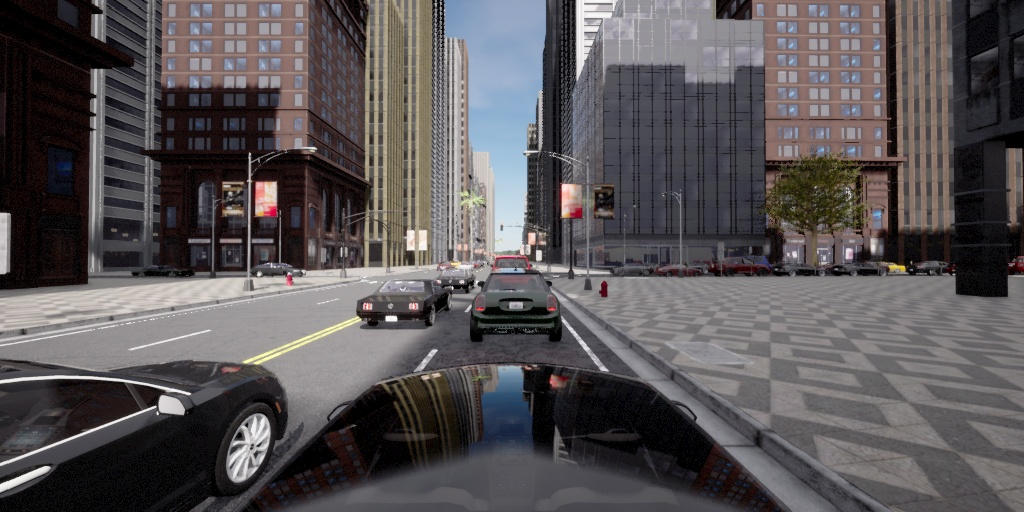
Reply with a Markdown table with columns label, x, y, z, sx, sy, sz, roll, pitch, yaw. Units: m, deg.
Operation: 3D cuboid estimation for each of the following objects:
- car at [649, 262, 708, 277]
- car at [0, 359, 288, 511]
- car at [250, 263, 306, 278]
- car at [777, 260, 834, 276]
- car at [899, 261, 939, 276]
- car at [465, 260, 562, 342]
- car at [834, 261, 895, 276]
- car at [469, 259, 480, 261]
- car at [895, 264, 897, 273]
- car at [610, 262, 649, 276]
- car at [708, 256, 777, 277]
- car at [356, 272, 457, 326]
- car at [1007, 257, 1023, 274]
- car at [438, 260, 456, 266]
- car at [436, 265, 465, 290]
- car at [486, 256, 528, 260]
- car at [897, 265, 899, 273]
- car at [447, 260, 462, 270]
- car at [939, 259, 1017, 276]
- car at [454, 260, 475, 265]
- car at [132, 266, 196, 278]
| label | x | y | z | sx | sy | sz | roll | pitch | yaw |
| --- | --- | --- | --- | --- | --- | --- | --- | --- | --- |
| car | 15.258 | 1.327 | 33.000 | 4.207 | 1.307 | 1.802 | 0 | 0 | -1 |
| car | -3.150 | 1.255 | 1.612 | 1.837 | 1.490 | 4.892 | 0 | 0 | 0 |
| car | -22.712 | 1.418 | 34.959 | 4.902 | 1.511 | 2.128 | 0 | -1 | 0 |
| car | 26.533 | 1.276 | 33.196 | 4.313 | 1.339 | 1.948 | 0 | 0 | -1 |
| car | 42.526 | 1.228 | 36.106 | 4.674 | 1.442 | 1.812 | 0 | -1 | -1 |
| car | 0.082 | 1.108 | 9.983 | 2.097 | 1.767 | 4.553 | 0 | 0 | 0 |
| car | 32.170 | 1.260 | 33.294 | 4.313 | 1.339 | 1.948 | 0 | 0 | -1 |
| car | -6.686 | 1.638 | 61.676 | 1.895 | 1.301 | 4.718 | 0 | 0 | 0 |
| car | 38.391 | 1.274 | 39.146 | 4.674 | 1.442 | 1.812 | -1 | -1 | 0 |
| car | 12.738 | 1.386 | 38.736 | 4.181 | 1.385 | 1.994 | 0 | -1 | -1 |
| car | 20.896 | 1.041 | 33.098 | 5.009 | 1.841 | 2.192 | 0 | 0 | -1 |
| car | -3.166 | 1.361 | 11.631 | 1.895 | 1.301 | 4.718 | 0 | 0 | 0 |
| car | 49.084 | 0.973 | 33.589 | 5.009 | 1.841 | 2.192 | 0 | 0 | -1 |
| car | -9.936 | 1.503 | 53.202 | 1.812 | 1.442 | 4.674 | 0 | 0 | -3 |
| car | -3.187 | 1.388 | 20.800 | 1.895 | 1.301 | 4.718 | 0 | 0 | 0 |
| car | -0.034 | 1.003 | 19.504 | 2.150 | 2.045 | 5.566 | 0 | 0 | 0 |
| car | 43.134 | 1.296 | 42.011 | 4.829 | 1.417 | 1.751 | 0 | 0 | -1 |
| car | -9.932 | 1.519 | 62.339 | 1.882 | 1.535 | 5.008 | 0 | 0 | 0 |
| car | 43.446 | 1.214 | 33.491 | 4.507 | 1.381 | 1.888 | 0 | 0 | -1 |
| car | -6.691 | 1.570 | 51.948 | 1.895 | 1.301 | 4.718 | 0 | 0 | 0 |
| car | -33.836 | 1.578 | 34.949 | 4.718 | 1.301 | 1.895 | 0 | -1 | 0 |
